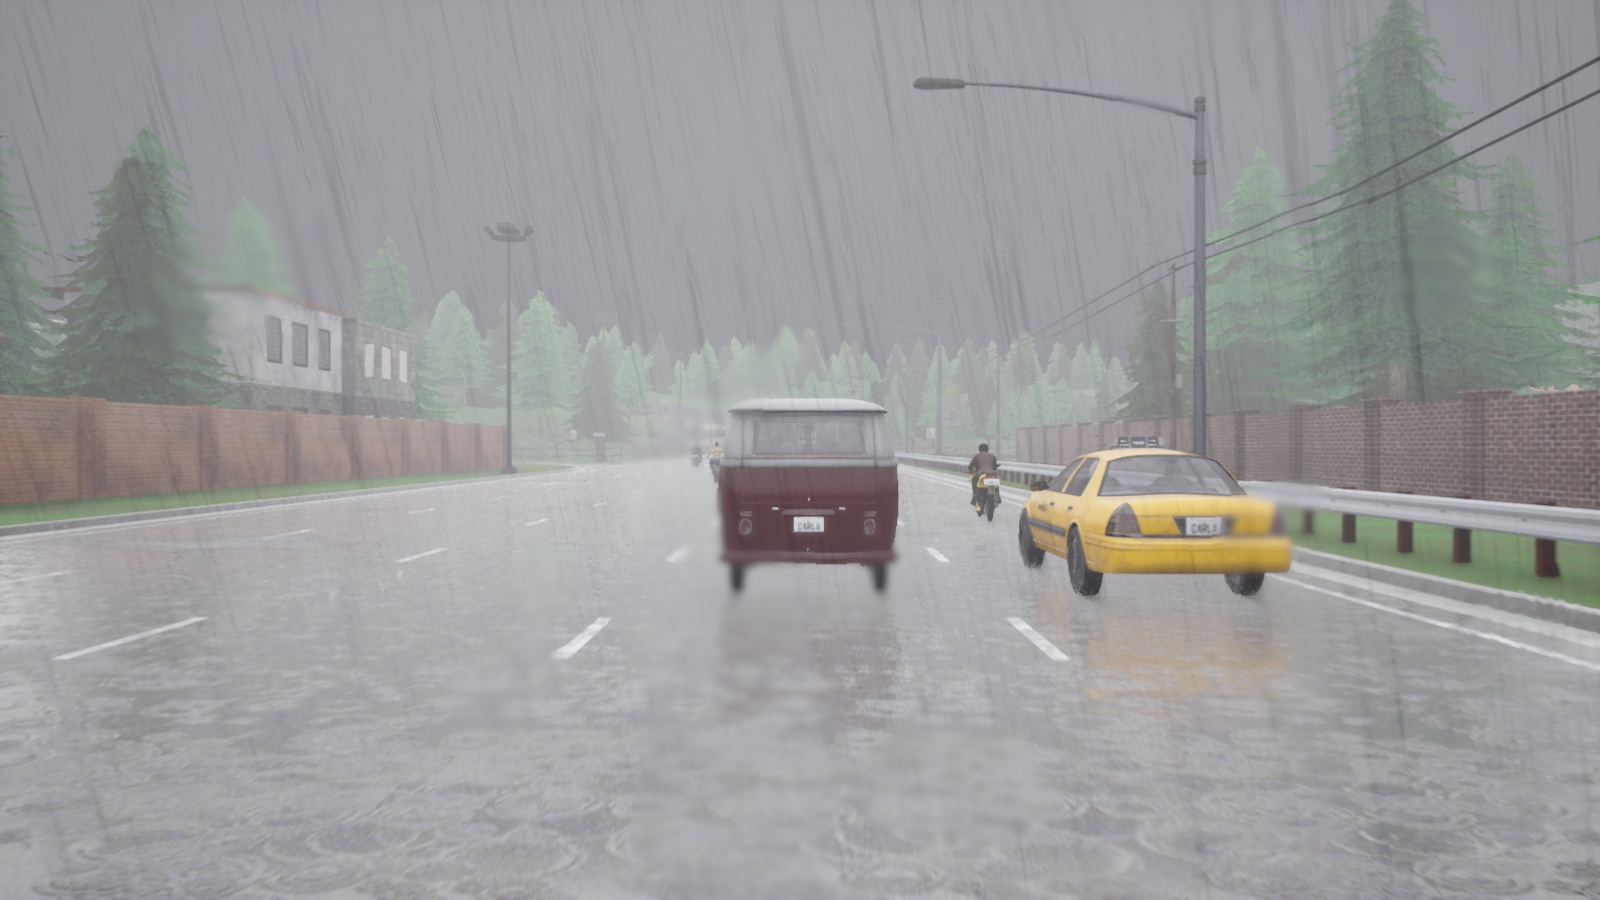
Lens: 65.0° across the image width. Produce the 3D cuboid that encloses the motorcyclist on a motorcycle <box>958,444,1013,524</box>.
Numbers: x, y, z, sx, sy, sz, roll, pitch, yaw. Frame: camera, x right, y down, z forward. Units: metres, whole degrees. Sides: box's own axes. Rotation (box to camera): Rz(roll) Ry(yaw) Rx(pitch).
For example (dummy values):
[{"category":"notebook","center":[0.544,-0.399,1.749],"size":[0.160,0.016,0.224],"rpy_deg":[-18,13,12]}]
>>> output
[{"category":"motorcyclist on a motorcycle","center":[3.658,0.640,24.868],"size":[0.797,1.523,2.044],"rpy_deg":[0,0,0]}]

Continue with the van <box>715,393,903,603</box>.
[{"category":"van","center":[0.096,0.447,14.099],"size":[1.775,1.987,4.442],"rpy_deg":[0,0,0]}]

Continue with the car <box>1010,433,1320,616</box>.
[{"category":"car","center":[3.593,0.637,13.506],"size":[1.801,1.575,5.366],"rpy_deg":[0,0,0]}]
